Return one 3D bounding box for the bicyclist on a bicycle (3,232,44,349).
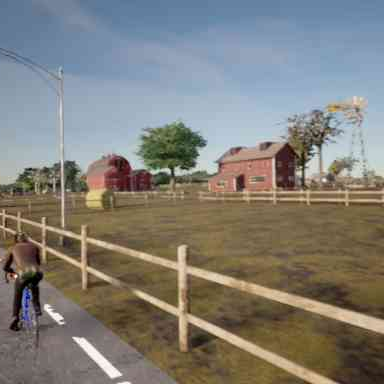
[{"bbox_3d":[-2.613,1.462,5.187,0.582,1.620,1.656,-1,0,-38],"label":"bicyclist on a bicycle"}]
